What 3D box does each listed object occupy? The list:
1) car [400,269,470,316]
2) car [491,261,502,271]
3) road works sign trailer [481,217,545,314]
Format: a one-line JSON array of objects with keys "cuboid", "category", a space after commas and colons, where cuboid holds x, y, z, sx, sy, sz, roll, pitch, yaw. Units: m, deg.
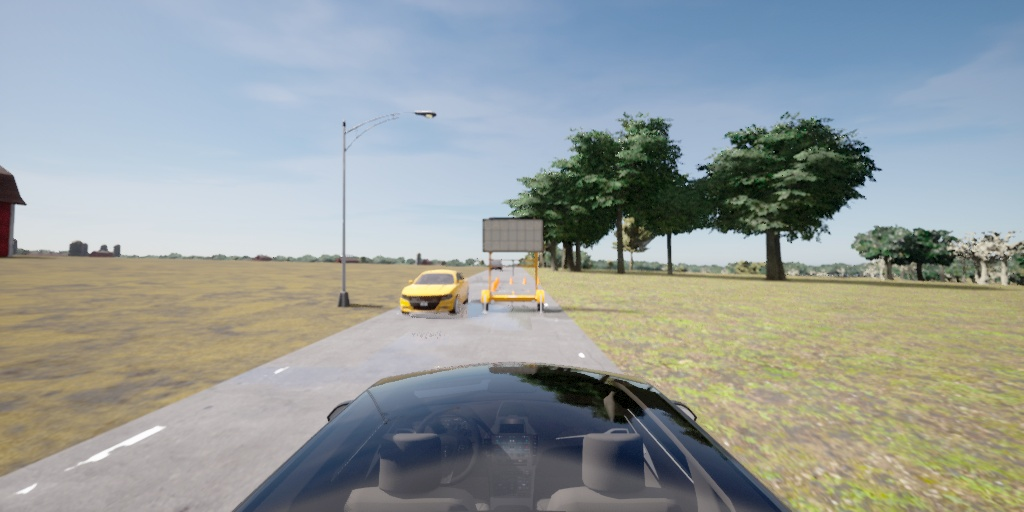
[{"cuboid": [-2.792, 1.278, 13.910, 1.882, 1.535, 5.008, 0, 0, 0], "category": "car"}, {"cuboid": [-2.543, 1.609, 57.292, 1.882, 1.535, 5.008, 0, -1, 1], "category": "car"}, {"cuboid": [0.040, 0.266, 14.119, 2.380, 3.560, 2.880, 0, 0, 0], "category": "road works sign trailer"}]
